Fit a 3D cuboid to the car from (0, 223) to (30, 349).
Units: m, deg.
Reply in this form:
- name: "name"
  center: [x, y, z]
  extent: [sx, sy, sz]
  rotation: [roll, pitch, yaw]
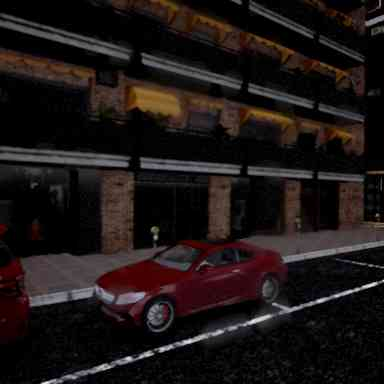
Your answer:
- name: "car"
  center: [-4.407, 1.299, 3.412]
  extent: [5.009, 1.841, 2.192]
  rotation: [1, 0, -36]

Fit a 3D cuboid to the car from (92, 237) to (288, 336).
- name: "car"
  center: [0.175, 1.620, 6.690]
  extent: [4.206, 1.307, 1.802]
  rotation: [1, 0, -36]
